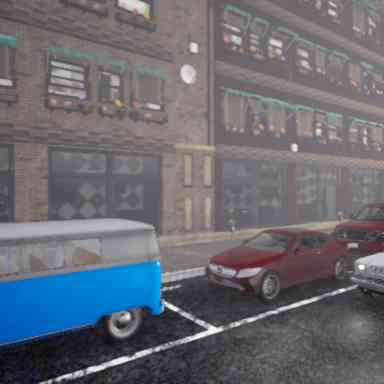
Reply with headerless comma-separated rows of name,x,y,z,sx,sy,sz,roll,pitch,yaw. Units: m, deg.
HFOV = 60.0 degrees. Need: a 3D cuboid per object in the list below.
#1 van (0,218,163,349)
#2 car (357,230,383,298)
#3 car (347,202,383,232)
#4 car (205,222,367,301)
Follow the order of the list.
van,-2.372,1.339,4.870,3.998,1.788,1.690,0,0,-35
car,5.547,1.573,7.280,4.718,1.301,1.895,0,0,-35
car,6.906,1.277,11.483,5.009,1.841,2.192,0,0,-35
car,2.268,1.561,8.177,4.206,1.307,1.802,0,0,-35
